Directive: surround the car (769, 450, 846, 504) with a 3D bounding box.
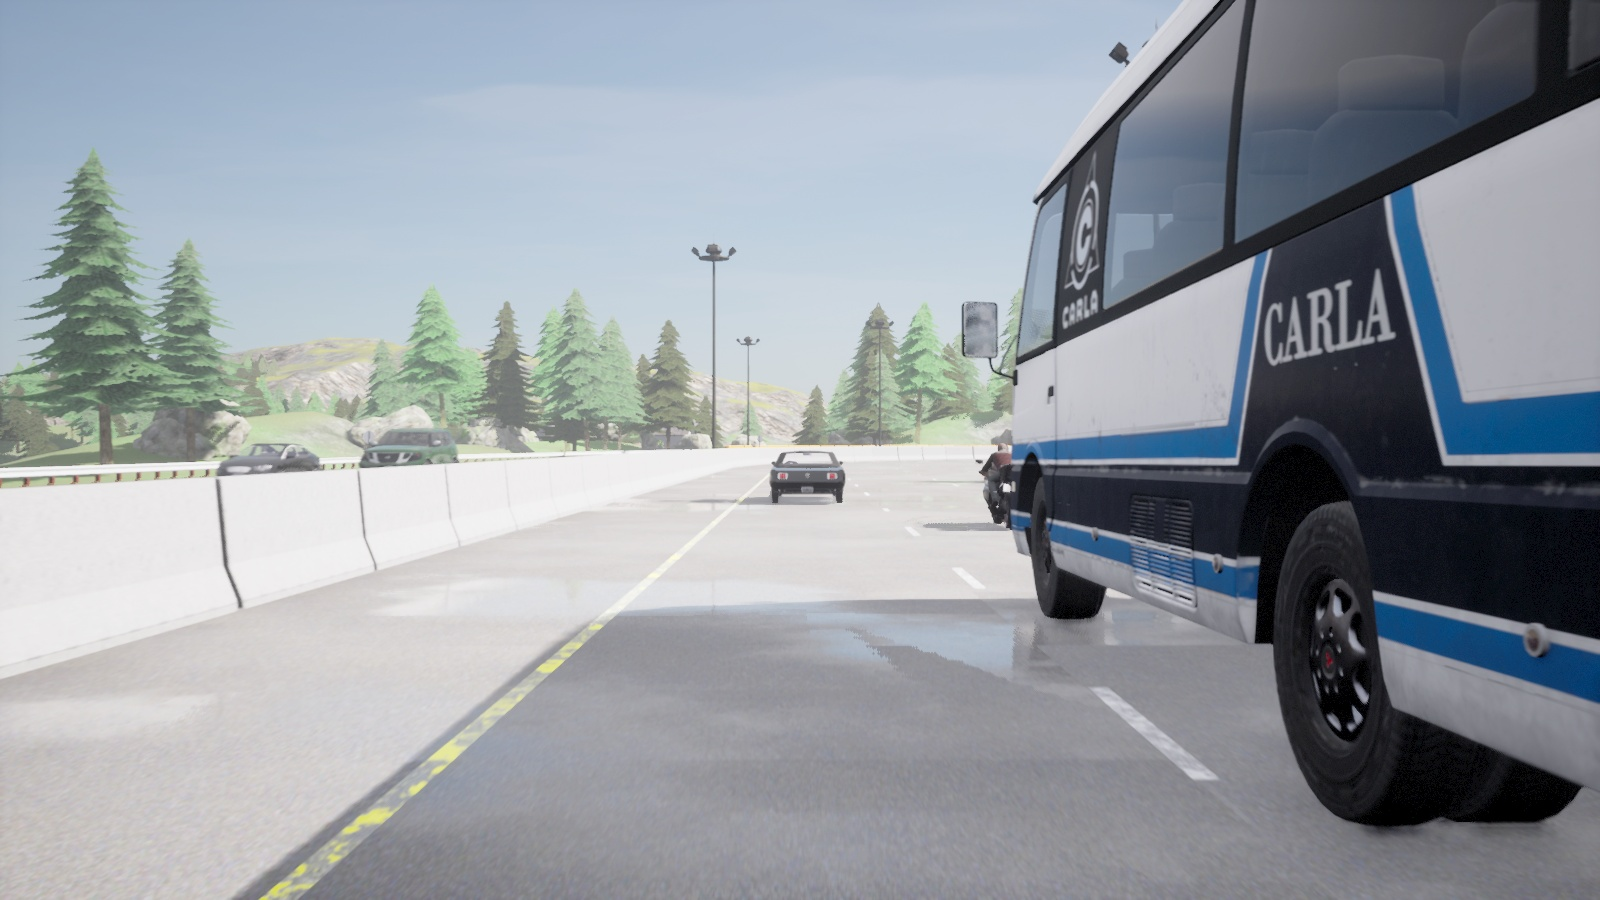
[{"bbox_3d":[0.190,0.668,33.146,1.895,1.301,4.718,0,0,0],"label":"car"}]

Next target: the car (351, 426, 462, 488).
[{"bbox_3d":[-13.768,0.214,44.321,2.150,2.045,5.566,0,0,0],"label":"car"}]

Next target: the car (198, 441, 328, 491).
[{"bbox_3d":[-17.281,0.468,40.710,2.128,1.511,4.902,0,0,0],"label":"car"}]

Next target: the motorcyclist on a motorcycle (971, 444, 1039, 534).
[{"bbox_3d":[3.648,0.663,22.538,0.866,1.530,2.191,0,0,0],"label":"motorcyclist on a motorcycle"}]

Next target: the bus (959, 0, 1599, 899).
[{"bbox_3d":[3.569,-0.668,7.538,3.944,4.253,10.273,0,-1,0],"label":"bus"}]
